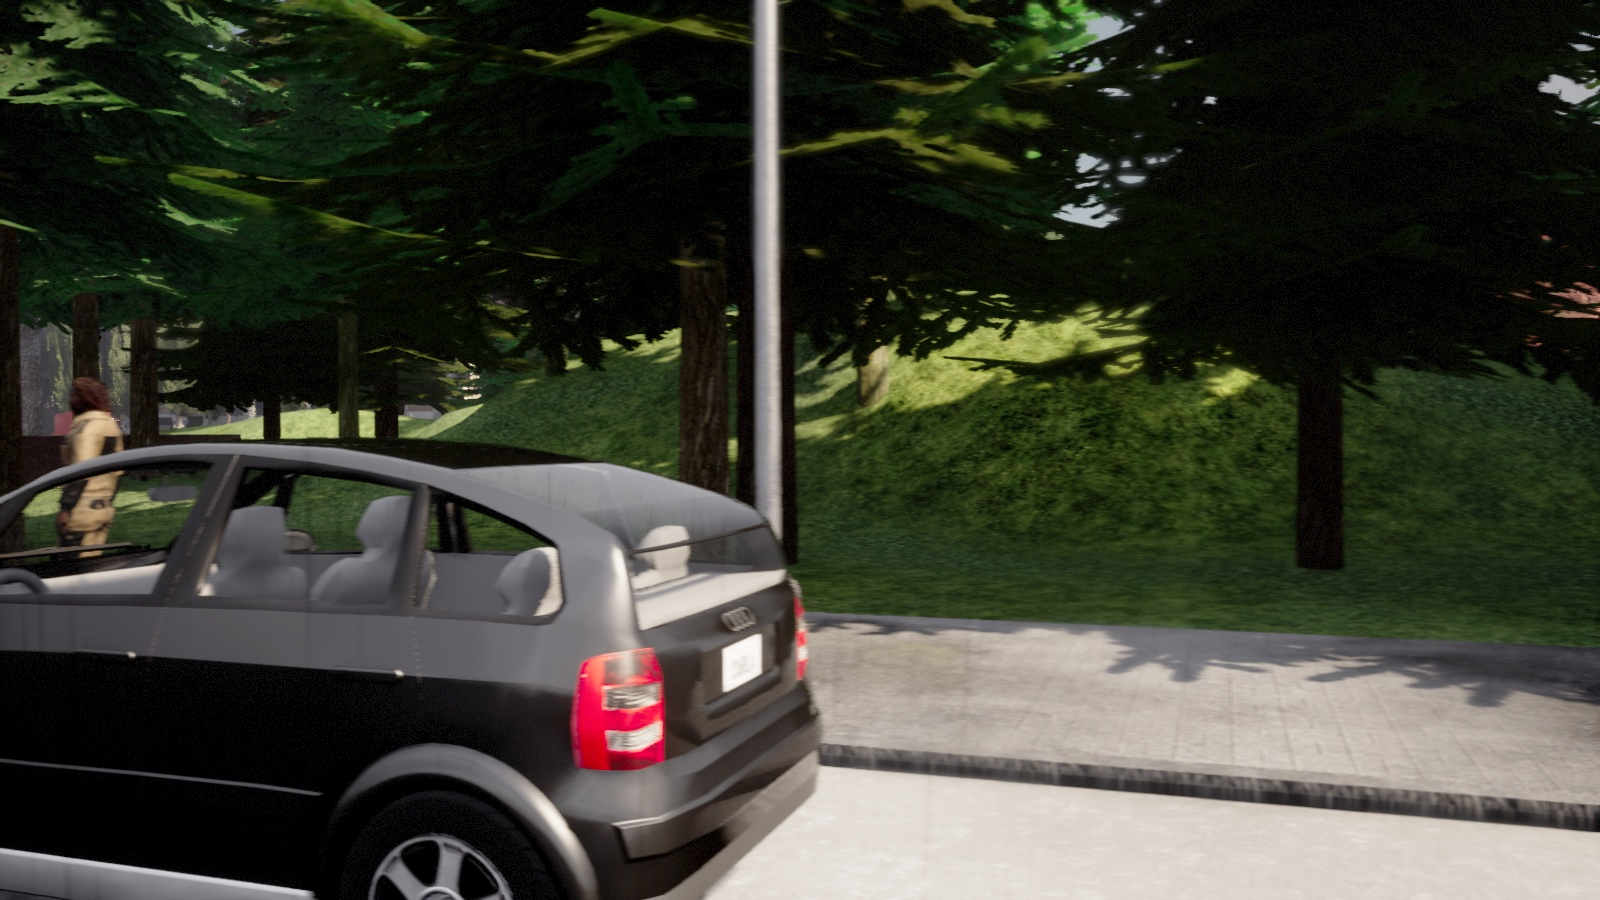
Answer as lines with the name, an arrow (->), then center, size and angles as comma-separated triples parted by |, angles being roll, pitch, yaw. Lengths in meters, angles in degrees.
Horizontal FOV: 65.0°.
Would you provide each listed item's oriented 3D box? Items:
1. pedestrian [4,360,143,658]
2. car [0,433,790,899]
pedestrian -> -4.815, 0.382, 8.346 | 0.692, 1.930, 0.396 | 0, 1, -5
car -> -2.082, 0.725, 4.420 | 3.705, 1.549, 1.789 | 1, 1, 19
